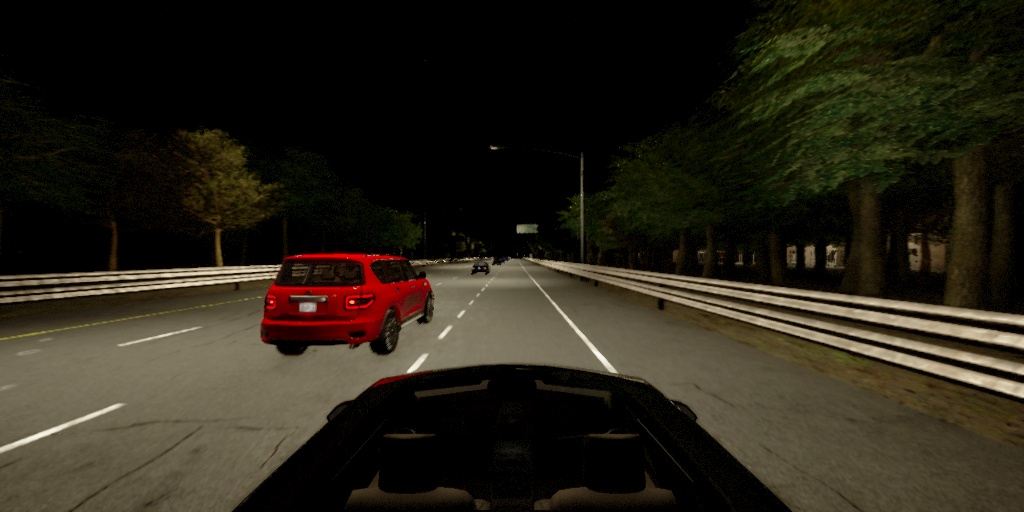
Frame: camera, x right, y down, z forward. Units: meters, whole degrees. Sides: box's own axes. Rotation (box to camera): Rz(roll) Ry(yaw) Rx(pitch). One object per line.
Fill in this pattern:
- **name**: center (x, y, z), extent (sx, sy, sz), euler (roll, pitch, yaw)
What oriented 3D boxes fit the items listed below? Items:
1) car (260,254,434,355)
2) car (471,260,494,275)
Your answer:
- **car**: center (-3.500, 0.973, 8.837), extent (2.150, 2.045, 5.566), euler (0, 0, 0)
- **car**: center (-3.427, 1.320, 39.937), extent (2.033, 1.411, 5.357), euler (0, 0, 0)
